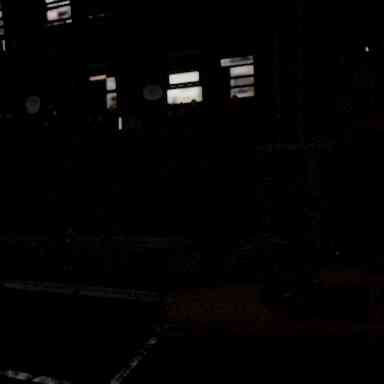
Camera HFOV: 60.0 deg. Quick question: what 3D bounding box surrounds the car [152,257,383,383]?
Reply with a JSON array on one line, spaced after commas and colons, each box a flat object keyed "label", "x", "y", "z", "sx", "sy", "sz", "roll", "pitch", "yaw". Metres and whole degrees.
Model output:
[{"label": "car", "x": 1.923, "y": 1.529, "z": 4.201, "sx": 4.829, "sy": 1.417, "sz": 1.752, "roll": 0, "pitch": -1, "yaw": 16}]
